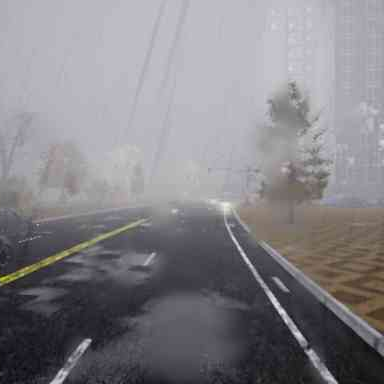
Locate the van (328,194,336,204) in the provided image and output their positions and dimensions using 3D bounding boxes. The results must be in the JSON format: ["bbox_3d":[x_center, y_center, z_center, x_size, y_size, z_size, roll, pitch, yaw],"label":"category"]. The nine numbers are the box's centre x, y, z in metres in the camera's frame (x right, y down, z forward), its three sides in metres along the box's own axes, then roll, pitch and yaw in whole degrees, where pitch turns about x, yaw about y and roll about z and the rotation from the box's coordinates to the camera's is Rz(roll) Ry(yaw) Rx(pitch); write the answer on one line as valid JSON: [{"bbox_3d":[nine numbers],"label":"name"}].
[{"bbox_3d":[27.116,1.222,60.890,3.998,1.788,1.690,0,1,11],"label":"van"}]

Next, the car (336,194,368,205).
[{"bbox_3d":[25.467,1.344,52.426,4.097,1.590,1.967,0,1,11],"label":"car"}]

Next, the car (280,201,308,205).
[{"bbox_3d":[17.249,1.451,56.879,4.902,1.511,2.128,0,0,11],"label":"car"}]

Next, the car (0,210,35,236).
[{"bbox_3d":[-9.481,1.551,15.606,2.033,1.411,5.357,0,0,2],"label":"car"}]

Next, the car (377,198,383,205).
[{"bbox_3d":[31.064,1.433,51.407,4.313,1.339,1.947,0,1,11],"label":"car"}]

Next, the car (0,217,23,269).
[{"bbox_3d":[-6.461,1.564,8.400,1.994,1.385,4.181,0,0,1],"label":"car"}]
